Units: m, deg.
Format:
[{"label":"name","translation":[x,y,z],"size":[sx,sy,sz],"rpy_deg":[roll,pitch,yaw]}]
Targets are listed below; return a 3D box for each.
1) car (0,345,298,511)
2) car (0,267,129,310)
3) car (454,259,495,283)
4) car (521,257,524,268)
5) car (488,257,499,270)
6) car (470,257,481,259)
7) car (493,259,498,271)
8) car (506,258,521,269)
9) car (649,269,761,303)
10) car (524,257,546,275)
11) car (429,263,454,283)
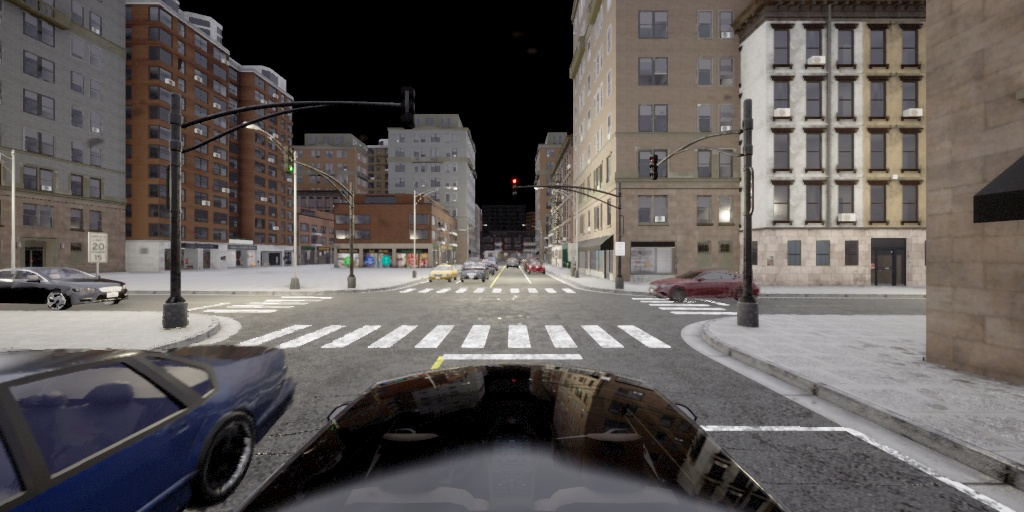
[{"label":"car","translation":[-3.122,1.297,1.573],"size":[2.033,1.411,5.357],"rpy_deg":[0,0,-4]},{"label":"car","translation":[-17.281,1.162,13.387],"size":[4.902,1.511,2.128],"rpy_deg":[0,0,2]},{"label":"car","translation":[-2.833,1.242,28.219],"size":[2.128,1.511,4.902],"rpy_deg":[0,0,2]},{"label":"car","translation":[2.642,1.066,45.552],"size":[2.192,1.841,5.009],"rpy_deg":[0,0,0]},{"label":"car","translation":[-2.832,1.278,48.195],"size":[1.812,1.442,4.674],"rpy_deg":[0,0,0]},{"label":"car","translation":[-5.383,1.067,51.215],"size":[2.192,1.841,5.009],"rpy_deg":[0,0,0]},{"label":"car","translation":[-2.841,1.315,38.120],"size":[1.994,1.385,4.181],"rpy_deg":[0,0,0]},{"label":"car","translation":[0.100,1.317,58.619],"size":[1.994,1.385,4.181],"rpy_deg":[0,0,1]},{"label":"car","translation":[8.705,1.326,16.348],"size":[4.674,1.442,1.812],"rpy_deg":[0,0,0]},{"label":"car","translation":[2.641,1.191,39.890],"size":[1.967,1.591,4.097],"rpy_deg":[0,0,0]},{"label":"car","translation":[-5.385,1.276,28.397],"size":[1.751,1.417,4.829],"rpy_deg":[0,0,0]}]
